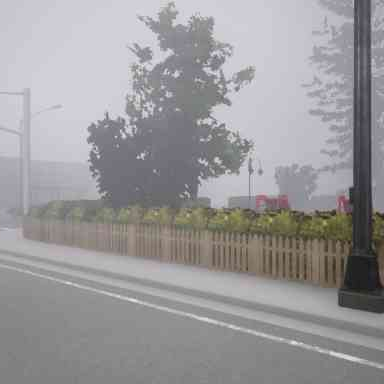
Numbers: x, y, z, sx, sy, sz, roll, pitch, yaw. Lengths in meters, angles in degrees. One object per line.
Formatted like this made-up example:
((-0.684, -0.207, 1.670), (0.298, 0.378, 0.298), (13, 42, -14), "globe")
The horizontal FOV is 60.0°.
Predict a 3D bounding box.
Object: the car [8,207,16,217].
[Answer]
((-14.002, 1.601, 30.308), (1.895, 1.301, 4.718), (0, 0, 35), "car")

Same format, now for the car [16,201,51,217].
((-11.377, 1.491, 27.641), (2.128, 1.511, 4.902), (0, 0, 35), "car")
